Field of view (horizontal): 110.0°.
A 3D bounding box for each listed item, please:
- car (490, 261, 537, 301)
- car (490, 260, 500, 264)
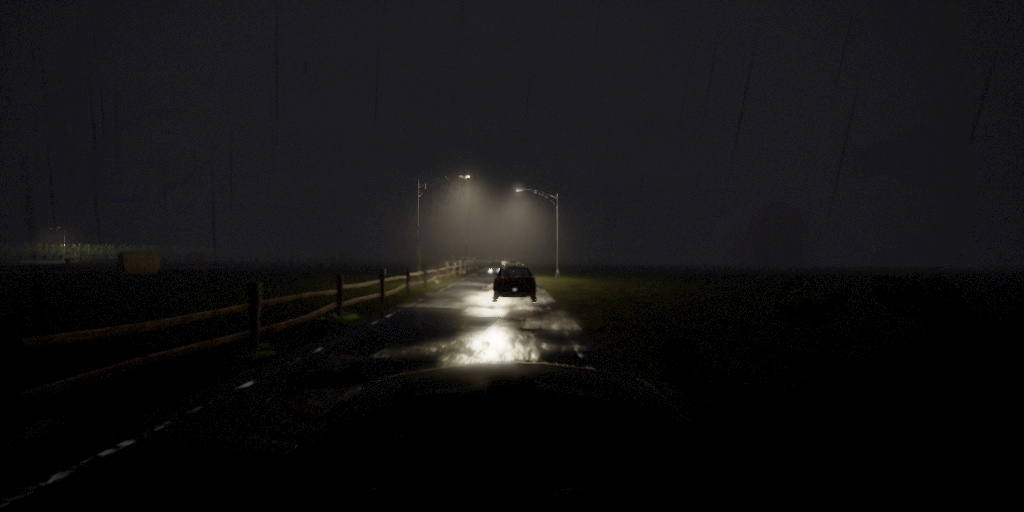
[{"bbox_3d":[0.120,1.204,17.111,1.882,1.535,5.008,0,0,0],"label":"car"},{"bbox_3d":[-2.638,1.262,58.488,1.895,1.301,4.718,0,0,0],"label":"car"}]
